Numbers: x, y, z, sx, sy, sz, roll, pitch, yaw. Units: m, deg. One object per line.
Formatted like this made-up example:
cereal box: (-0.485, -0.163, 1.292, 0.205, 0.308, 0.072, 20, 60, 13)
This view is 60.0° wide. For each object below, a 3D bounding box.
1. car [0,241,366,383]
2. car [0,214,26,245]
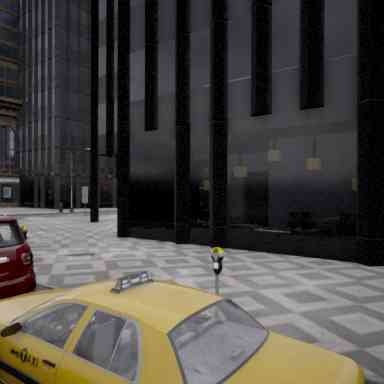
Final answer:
car: (-0.814, 1.525, 3.531, 4.829, 1.417, 1.752, 0, 0, 35)
car: (-5.109, 1.313, 6.560, 5.009, 1.841, 2.192, 0, 0, 35)
